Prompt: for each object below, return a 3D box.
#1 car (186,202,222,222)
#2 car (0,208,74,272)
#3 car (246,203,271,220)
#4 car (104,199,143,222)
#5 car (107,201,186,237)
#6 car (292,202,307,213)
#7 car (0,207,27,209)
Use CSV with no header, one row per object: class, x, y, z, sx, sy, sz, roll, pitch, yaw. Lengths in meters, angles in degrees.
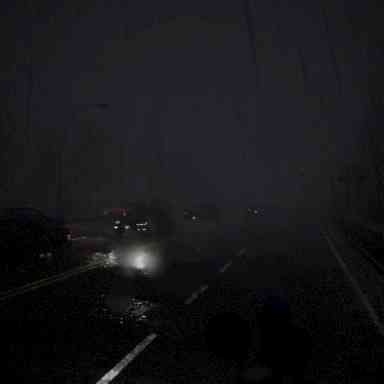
car,1.007,1.539,26.913,2.033,1.411,5.357,2,0,19
car,-5.220,1.320,8.118,2.033,1.411,5.357,2,0,18
car,6.299,1.763,31.323,1.994,1.385,4.181,2,0,18
car,-4.073,1.270,22.738,1.882,1.535,5.008,2,0,18
car,-2.173,1.384,17.357,1.837,1.490,4.892,2,0,18
car,14.612,2.060,45.432,2.033,1.411,5.357,2,0,18
car,-7.279,1.280,13.052,1.895,1.301,4.718,2,0,18
